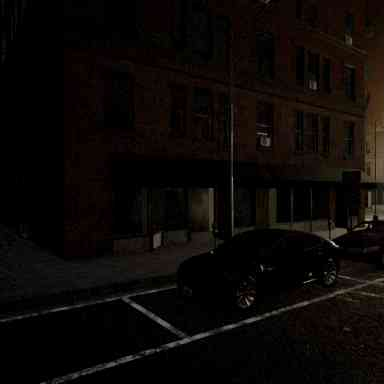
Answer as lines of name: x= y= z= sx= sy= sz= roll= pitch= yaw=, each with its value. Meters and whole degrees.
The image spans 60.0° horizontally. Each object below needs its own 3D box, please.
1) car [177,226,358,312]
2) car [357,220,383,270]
car: x=1.701 y=1.566 z=7.730 sx=4.313 sy=1.339 sz=1.947 roll=0 pitch=0 yaw=-35
car: x=6.189 y=1.582 z=10.912 sx=4.206 sy=1.307 sz=1.802 roll=0 pitch=0 yaw=-35
